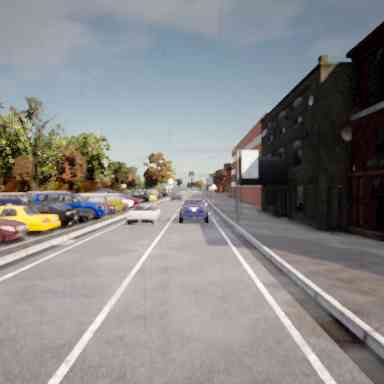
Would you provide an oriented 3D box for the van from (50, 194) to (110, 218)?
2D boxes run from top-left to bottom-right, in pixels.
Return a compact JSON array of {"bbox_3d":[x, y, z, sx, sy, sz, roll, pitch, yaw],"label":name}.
[{"bbox_3d":[-9.392,1.146,28.116,4.442,1.987,1.878,0,0,0],"label":"van"}]

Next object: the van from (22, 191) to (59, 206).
[{"bbox_3d":[-21.840,0.919,47.929,4.442,1.987,1.878,0,1,0],"label":"van"}]

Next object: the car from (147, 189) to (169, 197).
[{"bbox_3d":[-8.876,0.177,87.463,5.566,2.045,2.435,0,1,0],"label":"car"}]

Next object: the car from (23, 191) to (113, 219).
[{"bbox_3d":[-9.265,1.121,25.289,5.566,2.045,2.435,0,0,0],"label":"car"}]

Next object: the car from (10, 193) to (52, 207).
[{"bbox_3d":[-21.710,1.071,44.983,4.553,1.767,2.185,0,1,0],"label":"car"}]

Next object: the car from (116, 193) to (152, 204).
[{"bbox_3d":[-9.302,1.041,53.566,5.366,1.575,1.946,0,1,0],"label":"car"}]

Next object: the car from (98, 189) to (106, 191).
[{"bbox_3d":[-21.575,0.741,70.518,5.008,1.535,2.097,0,1,0],"label":"car"}]

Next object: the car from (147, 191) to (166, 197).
[{"bbox_3d":[-8.920,0.523,84.644,4.674,1.452,2.002,0,1,0],"label":"car"}]

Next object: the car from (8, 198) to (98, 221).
[{"bbox_3d":[-9.316,1.373,22.464,5.008,1.535,2.097,0,0,0],"label":"car"}]

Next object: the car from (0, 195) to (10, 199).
[{"bbox_3d":[-21.811,1.366,33.682,5.008,1.535,2.097,0,0,0],"label":"car"}]

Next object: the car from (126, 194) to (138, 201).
[{"bbox_3d":[-9.202,1.336,39.439,4.674,1.452,2.002,0,1,0],"label":"car"}]

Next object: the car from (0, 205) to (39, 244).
[{"bbox_3d":[-9.367,1.415,13.987,4.674,1.452,2.002,0,0,0],"label":"car"}]

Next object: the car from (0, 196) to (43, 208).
[{"bbox_3d":[-21.791,1.275,42.289,4.792,1.488,2.163,0,1,0],"label":"car"}]

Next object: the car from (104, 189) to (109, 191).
[{"bbox_3d":[-21.557,0.691,73.341,5.008,1.535,2.097,0,1,0],"label":"car"}]

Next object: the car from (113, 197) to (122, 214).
[{"bbox_3d":[-9.261,1.411,30.940,4.674,1.452,2.002,0,0,0],"label":"car"}]

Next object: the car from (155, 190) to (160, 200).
[{"bbox_3d":[-8.896,0.940,59.214,5.366,1.575,1.946,0,1,0],"label":"car"}]

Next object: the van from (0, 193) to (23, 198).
[{"bbox_3d":[-21.659,1.070,39.458,4.442,1.987,1.878,0,1,0],"label":"van"}]

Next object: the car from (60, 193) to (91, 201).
[{"bbox_3d":[-21.628,0.895,61.924,5.008,1.535,2.097,0,1,0],"label":"car"}]

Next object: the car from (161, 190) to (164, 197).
[{"bbox_3d":[-8.982,0.771,70.516,4.792,1.488,2.163,0,1,0],"label":"car"}]

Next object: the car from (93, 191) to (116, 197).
[{"bbox_3d":[-21.520,0.538,81.810,4.892,1.521,2.231,0,1,0],"label":"car"}]

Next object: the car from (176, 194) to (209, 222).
[{"bbox_3d":[0.140,1.264,25.260,2.097,1.767,4.553,0,0,0],"label":"car"}]

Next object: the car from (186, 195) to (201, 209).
[{"bbox_3d":[0.241,1.252,42.988,1.837,1.490,4.892,0,1,0],"label":"car"}]

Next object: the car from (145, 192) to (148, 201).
[{"bbox_3d":[-9.155,1.185,47.915,4.674,1.452,2.002,0,1,0],"label":"car"}]

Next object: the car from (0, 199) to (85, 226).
[{"bbox_3d":[-9.324,1.373,19.639,5.008,1.535,2.097,0,0,0],"label":"car"}]

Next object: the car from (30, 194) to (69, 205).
[{"bbox_3d":[-21.710,1.095,50.756,4.892,1.521,2.231,0,1,0],"label":"car"}]

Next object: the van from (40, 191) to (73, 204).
[{"bbox_3d":[-21.801,0.818,53.578,4.442,1.987,1.878,0,1,0],"label":"van"}]

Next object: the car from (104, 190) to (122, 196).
[{"bbox_3d":[-21.398,0.241,90.286,4.553,1.767,2.185,0,0,0],"label":"car"}]

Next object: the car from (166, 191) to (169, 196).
[{"bbox_3d":[-8.935,0.536,81.816,5.008,1.535,2.097,0,1,0],"label":"car"}]

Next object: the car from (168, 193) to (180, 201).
[{"bbox_3d":[-2.920,0.972,64.701,1.994,1.385,4.181,0,0,1],"label":"car"}]

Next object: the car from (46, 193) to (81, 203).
[{"bbox_3d":[-21.673,0.995,56.278,5.008,1.535,2.097,0,1,0],"label":"car"}]

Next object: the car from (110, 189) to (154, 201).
[{"bbox_3d":[-9.163,0.843,50.735,5.566,2.045,2.435,0,1,0],"label":"car"}]

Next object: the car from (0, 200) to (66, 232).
[{"bbox_3d":[-9.532,1.371,16.814,5.366,1.575,1.946,0,0,0],"label":"car"}]

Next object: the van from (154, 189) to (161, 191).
[{"bbox_3d":[-9.145,0.566,67.687,4.442,1.987,1.878,0,1,0],"label":"van"}]

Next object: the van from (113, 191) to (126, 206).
[{"bbox_3d":[-9.358,1.141,33.646,4.442,1.987,1.878,0,0,0],"label":"van"}]

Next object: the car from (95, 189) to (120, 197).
[{"bbox_3d":[-21.469,0.234,84.505,5.566,2.045,2.435,0,1,0],"label":"car"}]

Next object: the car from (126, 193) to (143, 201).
[{"bbox_3d":[-9.182,1.245,42.264,5.008,1.535,2.097,0,1,0],"label":"car"}]

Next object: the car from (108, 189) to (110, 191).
[{"bbox_3d":[-21.540,0.641,76.165,4.892,1.521,2.231,0,1,0],"label":"car"}]

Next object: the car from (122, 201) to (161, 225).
[{"bbox_3d":[-3.316,1.523,23.430,1.895,1.301,4.718,0,0,0],"label":"car"}]

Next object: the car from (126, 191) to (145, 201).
[{"bbox_3d":[-9.201,1.069,45.087,4.553,1.767,2.185,0,1,0],"label":"car"}]

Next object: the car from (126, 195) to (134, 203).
[{"bbox_3d":[-9.225,1.382,36.605,4.674,1.452,2.002,0,1,0],"label":"car"}]

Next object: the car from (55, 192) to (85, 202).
[{"bbox_3d":[-21.681,0.819,59.099,4.553,1.767,2.185,0,1,0],"label":"car"}]
